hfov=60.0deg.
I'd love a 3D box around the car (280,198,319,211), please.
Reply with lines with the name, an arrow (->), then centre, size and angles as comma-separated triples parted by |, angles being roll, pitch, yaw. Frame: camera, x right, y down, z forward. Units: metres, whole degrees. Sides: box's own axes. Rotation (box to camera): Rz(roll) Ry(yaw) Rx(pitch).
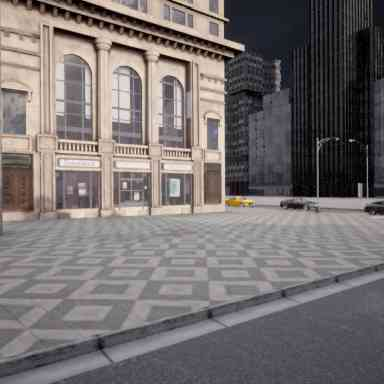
car -> 12.414, 1.414, 38.500 | 2.128, 1.511, 4.902 | -1, 0, -34

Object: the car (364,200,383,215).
car -> 18.091, 1.477, 30.159 | 1.812, 1.442, 4.674 | -1, 0, -34

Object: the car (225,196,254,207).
car -> 6.629, 1.371, 47.046 | 1.882, 1.535, 5.008 | -1, 1, -34
